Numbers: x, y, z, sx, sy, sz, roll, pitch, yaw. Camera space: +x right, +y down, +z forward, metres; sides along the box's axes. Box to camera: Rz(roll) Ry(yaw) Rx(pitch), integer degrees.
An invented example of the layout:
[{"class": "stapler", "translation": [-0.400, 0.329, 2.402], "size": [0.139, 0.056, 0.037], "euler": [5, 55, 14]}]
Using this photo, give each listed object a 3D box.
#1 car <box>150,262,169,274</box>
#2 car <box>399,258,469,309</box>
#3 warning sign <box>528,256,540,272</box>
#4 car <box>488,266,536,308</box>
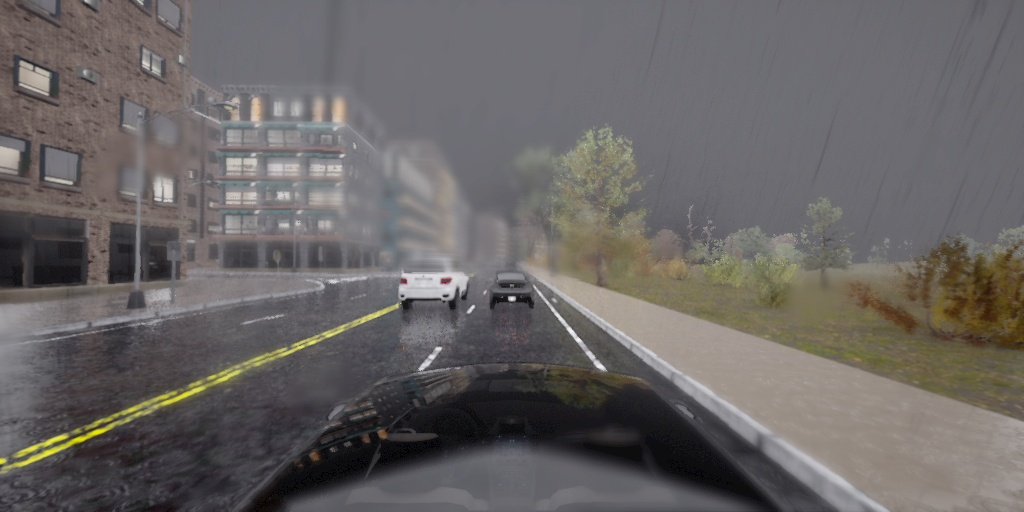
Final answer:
[{"class": "car", "translation": [-37.676, 1.208, 36.635], "size": [4.207, 1.307, 1.802], "euler": [0, 0, -2]}, {"class": "car", "translation": [-3.250, 1.100, 15.860], "size": [2.150, 2.045, 5.566], "euler": [0, 0, 0]}, {"class": "warning sign", "translation": [2.847, 1.320, 49.489], "size": [1.300, 1.860, 1.060], "euler": [0, 0, 0]}, {"class": "car", "translation": [0.004, 1.395, 16.157], "size": [1.837, 1.490, 4.892], "euler": [0, 0, 0]}]
